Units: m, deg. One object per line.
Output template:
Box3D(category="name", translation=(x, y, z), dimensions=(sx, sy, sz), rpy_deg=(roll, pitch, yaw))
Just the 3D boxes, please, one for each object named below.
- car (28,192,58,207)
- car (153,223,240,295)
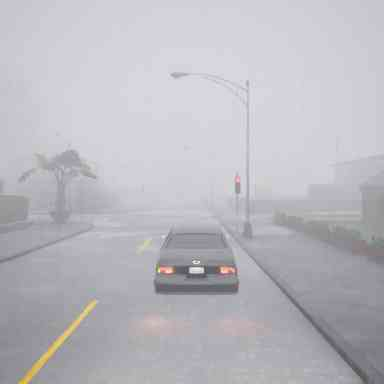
Box3D(category="car", translation=(-19.744, 0.985, 43.924), dimensions=(1.905, 1.878, 3.866), rpy_deg=(0, 0, 35))
Box3D(category="car", translation=(0.100, 1.547, 8.879), dimensions=(2.033, 1.411, 5.357), rpy_deg=(0, 0, 0))
